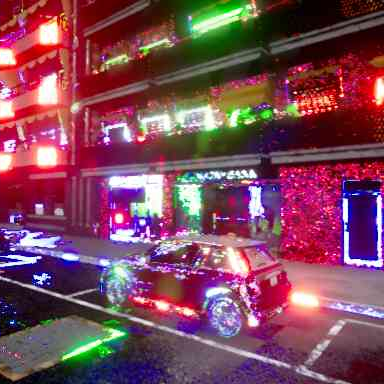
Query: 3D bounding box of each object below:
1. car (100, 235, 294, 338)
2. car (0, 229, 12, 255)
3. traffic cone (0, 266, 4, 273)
[{"bbox_3d":[-0.106,1.628,7.075,4.097,1.590,1.967,-1,-2,37],"label":"car"},{"bbox_3d":[-8.974,1.899,13.691,4.206,1.307,1.802,-1,-2,37],"label":"car"},{"bbox_3d":[-6.030,2.198,10.279,0.340,0.580,0.340,-1,-2,37],"label":"traffic cone"}]
